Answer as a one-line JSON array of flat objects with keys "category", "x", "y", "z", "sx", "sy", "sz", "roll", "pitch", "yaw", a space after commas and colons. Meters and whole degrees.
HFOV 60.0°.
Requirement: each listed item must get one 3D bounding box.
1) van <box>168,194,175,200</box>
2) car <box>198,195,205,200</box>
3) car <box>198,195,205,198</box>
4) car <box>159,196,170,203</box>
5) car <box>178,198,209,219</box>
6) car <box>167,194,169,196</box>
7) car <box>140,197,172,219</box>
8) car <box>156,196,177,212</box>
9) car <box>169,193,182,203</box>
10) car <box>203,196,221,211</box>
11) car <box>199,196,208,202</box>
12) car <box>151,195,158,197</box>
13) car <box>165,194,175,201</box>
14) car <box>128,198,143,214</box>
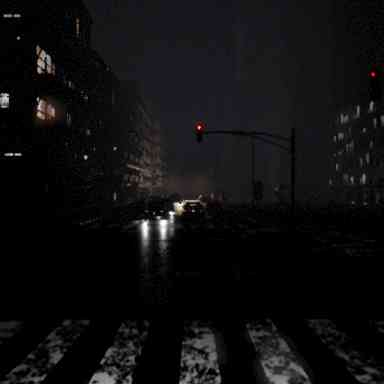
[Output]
[{"category": "van", "x": -5.688, "y": 1.389, "z": 92.041, "sx": 1.690, "sy": 1.788, "sz": 3.998, "roll": -1, "pitch": 0, "yaw": 0}, {"category": "car", "x": 2.662, "y": 1.574, "z": 92.268, "sx": 1.752, "sy": 1.417, "sz": 4.829, "roll": -1, "pitch": 0, "yaw": 0}, {"category": "car", "x": 2.657, "y": 1.578, "z": 63.853, "sx": 2.008, "sy": 1.369, "sz": 4.403, "roll": -1, "pitch": 0, "yaw": 0}, {"category": "car", "x": -5.689, "y": 1.613, "z": 69.446, "sx": 1.802, "sy": 1.307, "sz": 4.206, "roll": -1, "pitch": 0, "yaw": 0}, {"category": "car", "x": 0.111, "y": 1.555, "z": 28.927, "sx": 2.033, "sy": 1.411, "sz": 5.357, "roll": 0, "pitch": 0, "yaw": 0}, {"category": "car", "x": -5.692, "y": 1.463, "z": 58.148, "sx": 1.967, "sy": 1.590, "sz": 4.097, "roll": -1, "pitch": 0, "yaw": 0}, {"category": "car", "x": -3.094, "y": 1.513, "z": 29.521, "sx": 1.837, "sy": 1.490, "sz": 4.892, "roll": 0, "pitch": 0, "yaw": 0}, {"category": "car", "x": -3.089, "y": 1.538, "z": 39.627, "sx": 1.812, "sy": 1.442, "sz": 4.674, "roll": 0, "pitch": 0, "yaw": 0}, {"category": "car", "x": -3.022, "y": 1.247, "z": 60.436, "sx": 2.150, "sy": 2.045, "sz": 5.566, "roll": 0, "pitch": 0, "yaw": 0}, {"category": "car", "x": 2.653, "y": 1.558, "z": 41.257, "sx": 1.887, "sy": 1.381, "sz": 4.507, "roll": -1, "pitch": 0, "yaw": 0}, {"category": "car", "x": 2.660, "y": 1.579, "z": 75.151, "sx": 1.887, "sy": 1.381, "sz": 4.507, "roll": -1, "pitch": 0, "yaw": 0}, {"category": "car", "x": -5.695, "y": 1.453, "z": 41.201, "sx": 1.967, "sy": 1.590, "sz": 4.097, "roll": -1, "pitch": 0, "yaw": 0}, {"category": "car", "x": -5.689, "y": 1.358, "z": 86.393, "sx": 2.192, "sy": 1.841, "sz": 5.009, "roll": -1, "pitch": 0, "yaw": 0}, {"category": "car", "x": -5.695, "y": 1.555, "z": 35.552, "sx": 1.887, "sy": 1.381, "sz": 4.507, "roll": -1, "pitch": 0, "yaw": 0}]
